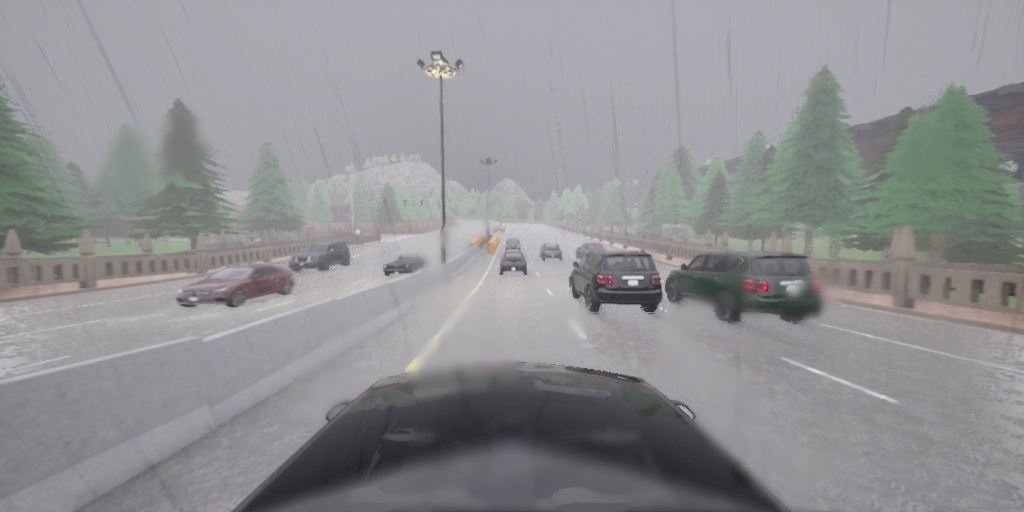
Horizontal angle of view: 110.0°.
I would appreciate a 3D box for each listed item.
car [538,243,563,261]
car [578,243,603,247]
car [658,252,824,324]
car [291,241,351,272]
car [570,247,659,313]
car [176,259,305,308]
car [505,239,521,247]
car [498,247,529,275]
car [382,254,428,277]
[{"bbox_3d":[3.602,-0.462,33.751,2.128,1.511,4.902,0,6,0],"label":"car"},{"bbox_3d":[7.102,-0.443,32.325,2.097,1.767,4.553,0,6,0],"label":"car"},{"bbox_3d":[7.100,0.860,11.747,2.150,2.045,5.566,0,2,0],"label":"car"},{"bbox_3d":[-14.094,-0.018,26.780,2.150,2.045,5.566,0,5,0],"label":"car"},{"bbox_3d":[3.599,0.807,13.342,2.150,2.045,5.566,0,2,0],"label":"car"},{"bbox_3d":[-10.601,1.082,14.254,1.812,1.442,4.674,0,2,0],"label":"car"},{"bbox_3d":[0.131,-1.355,42.219,2.033,1.411,5.357,0,6,0],"label":"car"},{"bbox_3d":[0.098,0.389,25.246,1.837,1.490,4.892,0,4,0],"label":"car"},{"bbox_3d":[-7.098,0.566,24.244,1.895,1.301,4.718,0,4,0],"label":"car"}]
